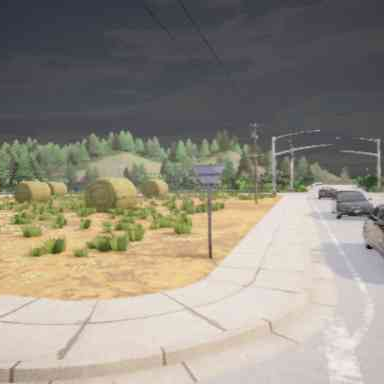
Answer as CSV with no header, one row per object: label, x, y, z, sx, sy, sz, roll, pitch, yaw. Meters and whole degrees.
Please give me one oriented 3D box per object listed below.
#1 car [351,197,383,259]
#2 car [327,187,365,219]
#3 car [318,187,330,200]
car,5.878,1.093,8.887,2.128,1.511,4.902,-1,2,18
car,9.359,0.698,19.702,1.837,1.490,4.892,-1,2,18
car,15.066,0.104,37.026,1.994,1.385,4.181,-1,2,19
